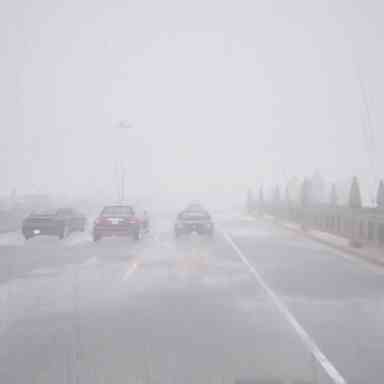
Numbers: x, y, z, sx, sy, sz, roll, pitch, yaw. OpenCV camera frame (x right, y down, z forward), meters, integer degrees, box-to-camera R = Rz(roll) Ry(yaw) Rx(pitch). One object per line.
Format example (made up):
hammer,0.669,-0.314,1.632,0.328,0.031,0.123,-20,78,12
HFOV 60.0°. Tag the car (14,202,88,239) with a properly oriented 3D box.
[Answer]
car,-6.892,1.507,17.193,1.837,1.490,4.892,0,0,0

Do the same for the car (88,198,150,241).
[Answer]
car,-3.392,1.354,16.791,2.097,1.767,4.553,0,0,0

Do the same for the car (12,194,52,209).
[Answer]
car,-17.266,1.224,36.093,2.150,2.045,5.566,0,0,3

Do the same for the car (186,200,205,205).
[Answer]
car,0.364,1.528,35.316,1.812,1.442,4.674,0,0,3

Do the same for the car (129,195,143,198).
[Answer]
car,-12.419,1.493,72.252,2.128,1.511,4.902,0,0,23

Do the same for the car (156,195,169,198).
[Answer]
car,-6.725,1.391,76.278,1.837,1.490,4.892,0,0,26

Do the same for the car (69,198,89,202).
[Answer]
car,-13.489,1.495,39.363,2.128,1.511,4.902,0,0,6

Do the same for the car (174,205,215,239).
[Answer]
car,0.108,1.602,17.481,1.895,1.301,4.718,0,0,0

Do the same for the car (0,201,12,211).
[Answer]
car,-20.854,1.497,33.523,2.128,1.511,4.902,0,0,2
